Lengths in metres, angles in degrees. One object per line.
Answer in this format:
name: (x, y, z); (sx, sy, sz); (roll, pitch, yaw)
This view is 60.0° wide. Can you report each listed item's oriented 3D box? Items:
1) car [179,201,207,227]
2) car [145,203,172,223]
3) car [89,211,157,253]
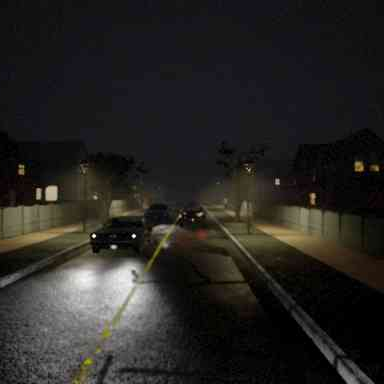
car: (0.094, 1.664, 24.423); (2.128, 1.511, 4.902); (0, 0, 1)
car: (-2.727, 1.674, 27.404); (1.882, 1.535, 5.008); (0, -1, 0)
car: (-2.821, 1.692, 14.194); (1.895, 1.301, 4.718); (0, 0, 0)
